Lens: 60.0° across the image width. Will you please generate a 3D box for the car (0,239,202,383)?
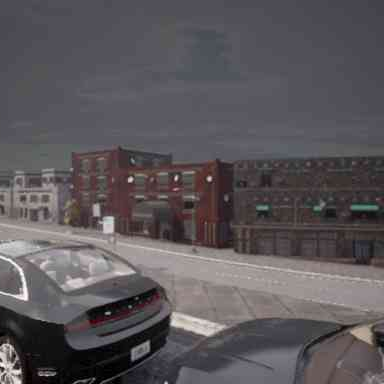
[{"bbox_3d":[-2.538,1.472,5.060,4.892,1.521,2.231,0,0,35],"label":"car"}]
